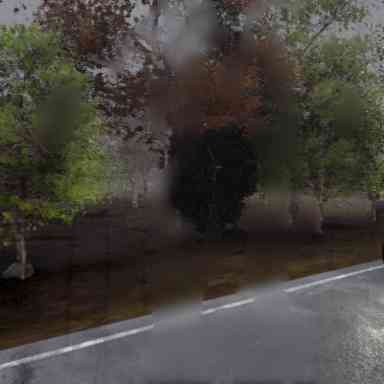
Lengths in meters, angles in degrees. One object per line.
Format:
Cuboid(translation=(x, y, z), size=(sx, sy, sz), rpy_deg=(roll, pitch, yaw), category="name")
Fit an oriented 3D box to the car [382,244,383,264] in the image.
Cuboid(translation=(7.539, 1.191, 9.114), size=(5.566, 2.045, 2.150), rpy_deg=(-1, 1, -34), category="car")
